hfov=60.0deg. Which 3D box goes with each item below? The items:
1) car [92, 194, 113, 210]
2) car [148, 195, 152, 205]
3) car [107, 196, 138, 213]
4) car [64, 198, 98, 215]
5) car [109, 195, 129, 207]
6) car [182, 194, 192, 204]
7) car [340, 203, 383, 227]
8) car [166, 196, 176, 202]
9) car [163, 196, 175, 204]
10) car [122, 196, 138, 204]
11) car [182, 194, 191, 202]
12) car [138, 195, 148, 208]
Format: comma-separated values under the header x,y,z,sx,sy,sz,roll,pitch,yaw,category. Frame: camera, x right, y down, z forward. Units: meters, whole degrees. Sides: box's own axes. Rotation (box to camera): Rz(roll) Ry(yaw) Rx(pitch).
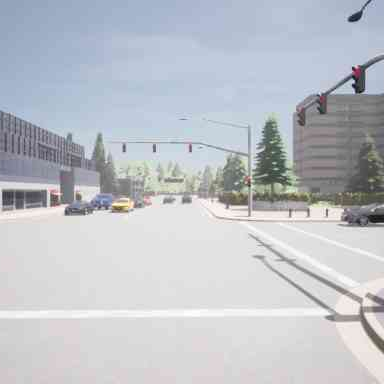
x,y,z,sx,sy,sz,roll,pitch,yaw,category
-11.386,1.221,42.764,2.150,2.045,5.566,0,0,-1,car
-8.065,1.352,57.155,2.097,1.767,4.553,0,0,-1,car
-7.816,1.478,37.804,1.882,1.535,5.008,0,0,-1,car
-11.251,1.564,33.411,1.994,1.385,4.181,0,0,-1,car
-11.512,1.352,52.664,2.097,1.767,4.553,0,0,-1,car
-0.993,1.505,64.899,1.837,1.490,4.892,0,0,-1,car
12.497,1.492,22.183,4.902,1.511,2.128,0,0,-1,car
-4.738,1.509,75.209,1.895,1.301,4.718,0,0,-1,car
-4.590,1.547,64.574,2.033,1.411,5.357,0,0,-1,car
-11.611,1.491,62.922,2.128,1.511,4.902,0,0,0,car
-1.232,1.355,74.964,2.097,1.767,4.553,0,0,-1,car
-7.941,1.352,47.040,2.097,1.767,4.553,0,0,-1,car
